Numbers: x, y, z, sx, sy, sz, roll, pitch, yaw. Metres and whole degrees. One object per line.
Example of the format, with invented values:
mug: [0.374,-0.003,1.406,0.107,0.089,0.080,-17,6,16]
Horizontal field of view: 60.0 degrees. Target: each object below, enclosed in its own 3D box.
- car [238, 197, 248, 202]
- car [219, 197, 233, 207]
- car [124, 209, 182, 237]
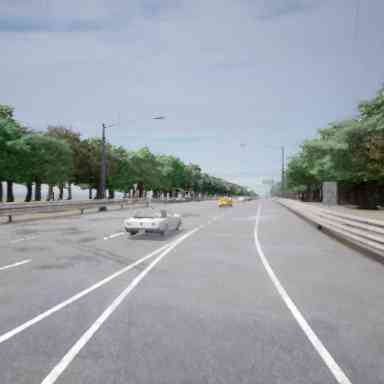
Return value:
car: [13.858,2.108,92.526,1.812,1.442,4.674,0,-1,12]
car: [5.647,1.597,54.224,1.882,1.535,5.008,0,0,12]
car: [-1.937,1.597,18.140,1.895,1.301,4.718,0,0,12]
